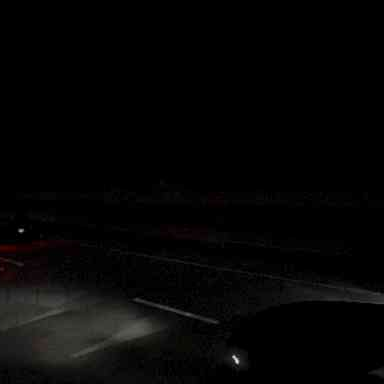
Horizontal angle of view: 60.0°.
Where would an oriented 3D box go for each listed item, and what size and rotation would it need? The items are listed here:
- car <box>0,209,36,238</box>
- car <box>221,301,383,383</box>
[{"bbox_3d":[-9.468,1.571,16.741,4.674,1.442,1.812,0,0,43],"label":"car"},{"bbox_3d":[2.506,1.494,2.298,4.902,1.511,2.128,0,0,35],"label":"car"}]
